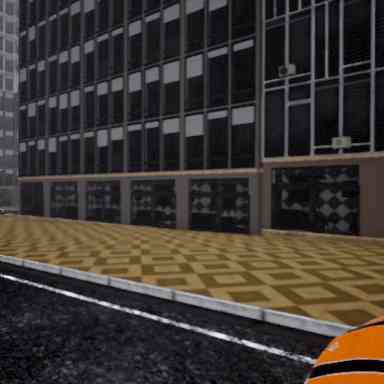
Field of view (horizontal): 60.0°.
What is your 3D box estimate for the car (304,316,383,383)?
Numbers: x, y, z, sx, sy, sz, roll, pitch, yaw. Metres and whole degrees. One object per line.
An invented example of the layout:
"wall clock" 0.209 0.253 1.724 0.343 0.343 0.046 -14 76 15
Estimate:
"car" 2.840 1.335 1.594 4.553 1.767 2.097 -1 0 36
